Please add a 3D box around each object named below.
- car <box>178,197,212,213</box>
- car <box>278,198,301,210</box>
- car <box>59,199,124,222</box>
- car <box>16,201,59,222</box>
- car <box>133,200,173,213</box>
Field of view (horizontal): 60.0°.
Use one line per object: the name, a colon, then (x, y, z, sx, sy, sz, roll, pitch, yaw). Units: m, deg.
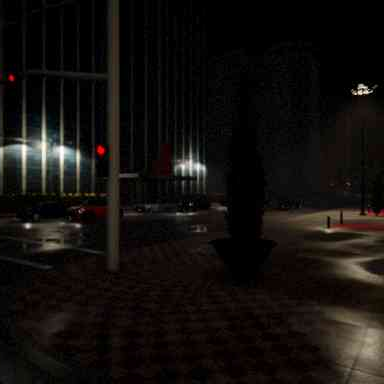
car: (0.355, 1.343, 37.458, 2.097, 1.767, 4.553, 0, 0, 35)
car: (12.400, 1.498, 42.168, 1.837, 1.490, 4.892, 0, 0, 35)
car: (-7.580, 1.342, 26.071, 2.097, 1.767, 4.553, 0, 0, 35)
car: (-11.416, 1.466, 26.692, 1.882, 1.535, 5.008, 0, 0, 35)
car: (-4.292, 1.589, 36.918, 1.895, 1.301, 4.718, 0, 0, 35)
